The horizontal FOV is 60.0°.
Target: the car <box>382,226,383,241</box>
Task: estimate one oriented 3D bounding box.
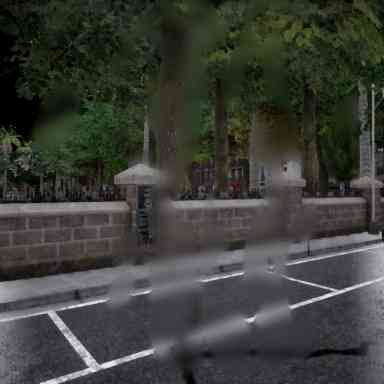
[{"bbox_3d":[9.742,1.310,13.489,5.009,1.841,2.192,0,0,-36],"label":"car"}]
